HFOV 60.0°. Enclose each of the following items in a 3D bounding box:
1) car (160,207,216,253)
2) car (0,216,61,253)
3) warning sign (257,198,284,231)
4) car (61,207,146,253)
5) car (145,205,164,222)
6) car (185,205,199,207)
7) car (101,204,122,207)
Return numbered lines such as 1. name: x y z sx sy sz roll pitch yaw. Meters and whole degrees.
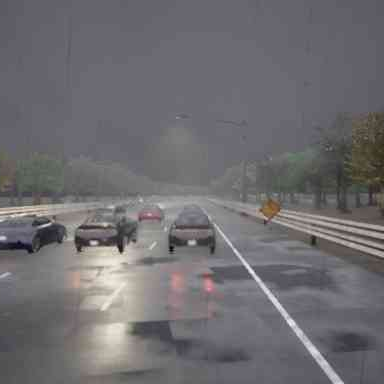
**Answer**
1. car: 0.007 1.630 14.303 2.128 1.511 4.902 0 0 0
2. car: -6.992 1.702 14.312 1.994 1.385 4.181 0 -1 0
3. warning sign: 4.554 1.301 19.434 1.300 1.860 1.060 0 -1 0
4. car: -3.494 1.630 14.304 2.128 1.511 4.902 0 0 0
5. car: -3.490 1.846 29.288 1.994 1.385 4.181 0 -1 0
6. car: 0.012 1.846 29.343 1.994 1.385 4.181 0 -1 0
7. car: -6.990 1.774 29.301 2.128 1.511 4.902 0 0 0
